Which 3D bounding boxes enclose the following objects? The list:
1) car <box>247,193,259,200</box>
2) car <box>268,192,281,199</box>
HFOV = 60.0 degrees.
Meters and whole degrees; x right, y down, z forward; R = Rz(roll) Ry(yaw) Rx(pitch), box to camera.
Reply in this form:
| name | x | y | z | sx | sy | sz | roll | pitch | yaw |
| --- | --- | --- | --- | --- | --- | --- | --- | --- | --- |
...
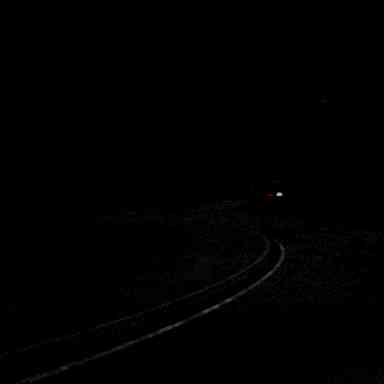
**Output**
| name | x | y | z | sx | sy | sz | roll | pitch | yaw |
| --- | --- | --- | --- | --- | --- | --- | --- | --- | --- |
| car | 15.592 | 1.052 | 84.767 | 2.097 | 1.767 | 4.553 | -1 | 1 | 27 |
| car | 21.757 | 1.027 | 89.765 | 2.128 | 1.511 | 4.902 | -1 | 1 | 27 |
